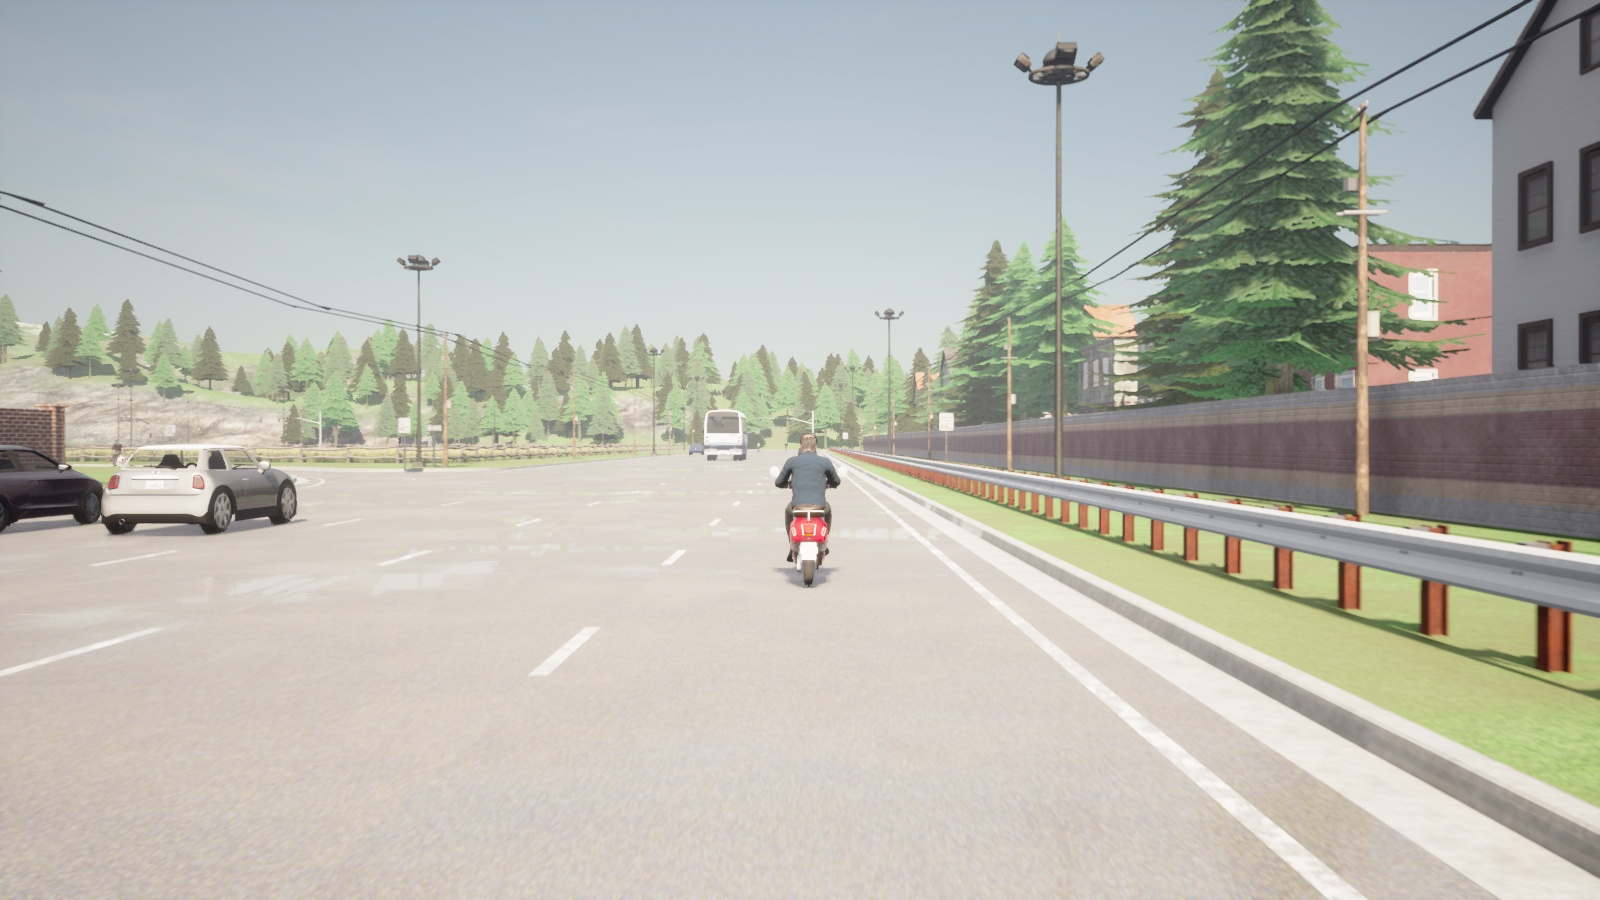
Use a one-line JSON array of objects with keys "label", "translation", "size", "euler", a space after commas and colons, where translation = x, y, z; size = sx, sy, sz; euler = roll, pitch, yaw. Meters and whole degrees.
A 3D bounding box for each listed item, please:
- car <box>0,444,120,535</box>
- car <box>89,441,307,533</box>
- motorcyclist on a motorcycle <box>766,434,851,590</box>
[{"label": "car", "translation": [-13.860, 0.626, 21.820], "size": [1.816, 1.474, 4.193], "euler": [0, 0, 0]}, {"label": "car", "translation": [-10.359, 0.580, 21.969], "size": [1.970, 1.475, 3.806], "euler": [0, 0, 0]}, {"label": "motorcyclist on a motorcycle", "translation": [0.094, 0.623, 13.661], "size": [0.866, 1.590, 1.817], "euler": [0, 0, 0]}]
